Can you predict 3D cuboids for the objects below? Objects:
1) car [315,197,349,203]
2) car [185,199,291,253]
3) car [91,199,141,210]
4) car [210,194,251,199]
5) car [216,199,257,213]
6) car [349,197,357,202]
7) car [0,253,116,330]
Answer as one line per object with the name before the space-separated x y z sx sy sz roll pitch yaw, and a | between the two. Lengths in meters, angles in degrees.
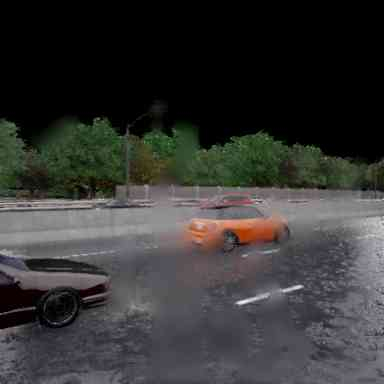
car | 17.128 1.557 42.005 4.902 1.511 2.128 1 0 -35
car | 2.026 1.332 13.794 4.553 1.767 2.097 0 0 -36
car | -7.488 1.481 33.049 4.892 1.490 1.837 0 0 -36
car | 2.646 1.192 27.383 5.566 2.045 2.150 0 0 -36
car | 5.082 1.514 37.718 4.674 1.442 1.812 0 0 -35
car | 26.263 1.618 57.065 4.553 1.767 2.097 1 -1 -35
car | -4.009 1.549 5.186 5.357 1.411 2.033 0 0 -36
